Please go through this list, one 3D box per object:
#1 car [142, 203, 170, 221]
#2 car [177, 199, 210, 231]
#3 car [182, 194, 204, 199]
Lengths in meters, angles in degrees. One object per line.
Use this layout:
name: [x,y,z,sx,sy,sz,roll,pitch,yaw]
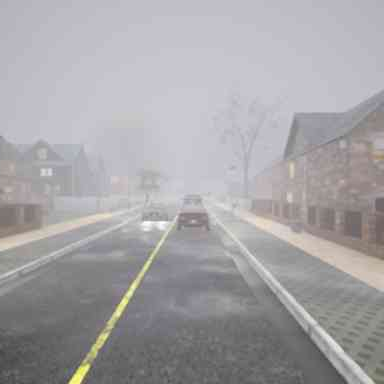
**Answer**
car: [-2.857,1.570,27.090,1.994,1.385,4.181,0,0,0]
car: [0.087,1.480,20.891,1.882,1.535,5.008,0,0,0]
car: [0.084,1.235,36.634,2.150,2.045,5.566,0,0,0]
